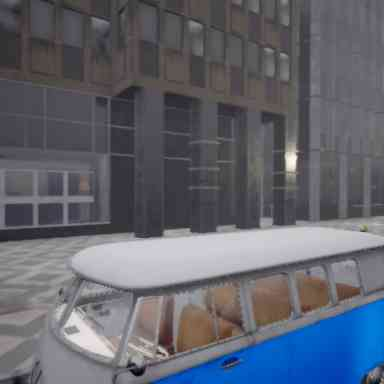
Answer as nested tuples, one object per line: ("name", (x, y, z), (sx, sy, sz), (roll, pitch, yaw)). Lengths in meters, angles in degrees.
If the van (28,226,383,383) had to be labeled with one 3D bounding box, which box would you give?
("van", (0.556, 1.322, 3.355), (3.998, 1.788, 1.690), (0, 0, -35))
